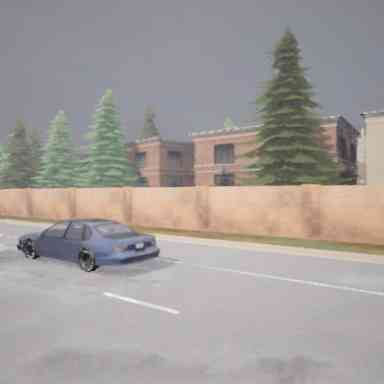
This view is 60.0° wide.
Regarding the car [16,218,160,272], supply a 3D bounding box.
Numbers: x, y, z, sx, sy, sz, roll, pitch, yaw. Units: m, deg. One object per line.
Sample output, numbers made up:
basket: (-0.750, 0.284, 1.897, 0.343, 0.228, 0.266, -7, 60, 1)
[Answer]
car: (-3.520, 1.557, 10.795, 5.357, 1.411, 2.033, 0, 0, 35)
